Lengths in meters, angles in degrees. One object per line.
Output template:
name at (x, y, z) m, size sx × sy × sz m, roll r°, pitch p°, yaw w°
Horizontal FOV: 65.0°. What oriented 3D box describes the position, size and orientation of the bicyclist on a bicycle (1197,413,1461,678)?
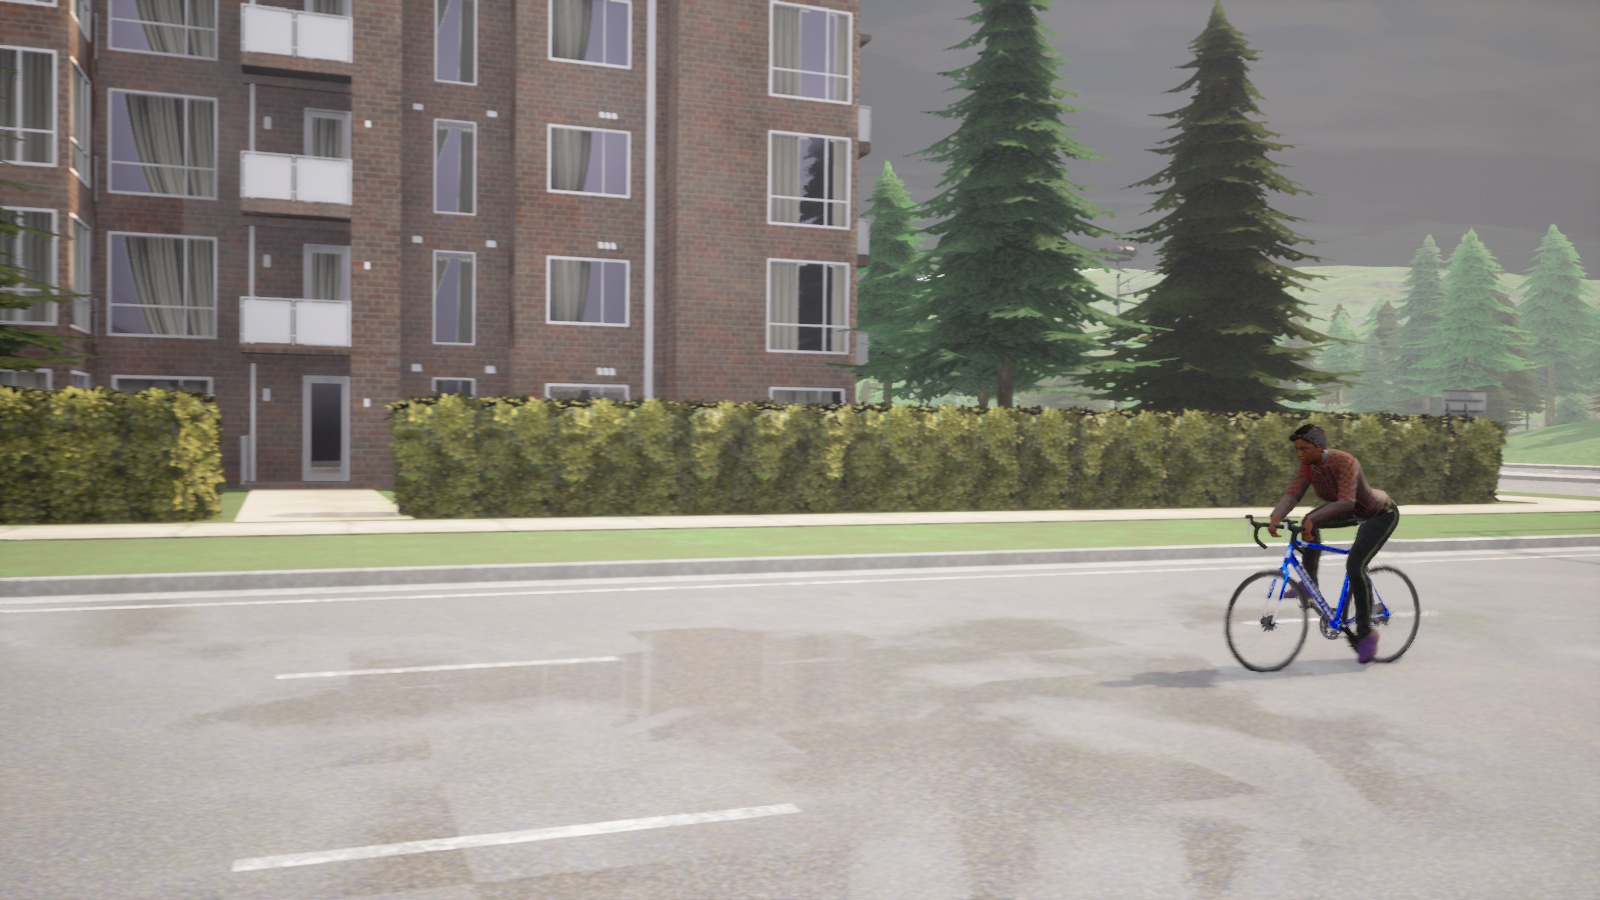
bicyclist on a bicycle at (3.505, 0.578, 8.313) m, size 1.656 × 1.620 × 0.582 m, roll -1°, pitch 1°, yaw -21°
